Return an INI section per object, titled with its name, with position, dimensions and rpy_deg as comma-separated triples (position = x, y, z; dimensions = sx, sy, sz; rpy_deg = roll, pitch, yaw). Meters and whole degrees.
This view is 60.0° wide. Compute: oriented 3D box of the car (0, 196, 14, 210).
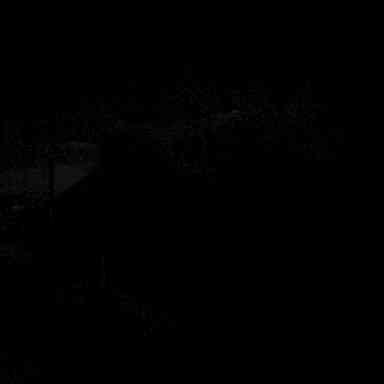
[car]
position = -21.038, 1.113, 36.040
dimensions = 1.812, 1.442, 4.674
rpy_deg = 1, 0, -9
